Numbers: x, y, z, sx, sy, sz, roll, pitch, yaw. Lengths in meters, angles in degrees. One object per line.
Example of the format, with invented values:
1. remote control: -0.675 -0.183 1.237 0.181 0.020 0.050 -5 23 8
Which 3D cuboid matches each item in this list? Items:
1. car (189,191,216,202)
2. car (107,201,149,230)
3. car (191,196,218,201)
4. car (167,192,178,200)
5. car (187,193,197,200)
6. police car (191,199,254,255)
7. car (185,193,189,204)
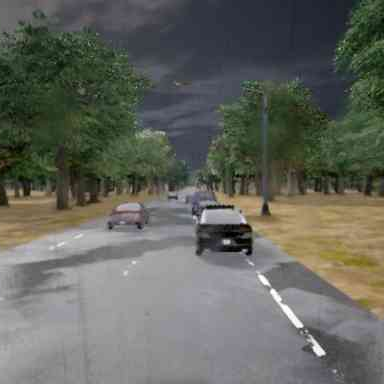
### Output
1. car: 1.051 0.885 28.618 2.150 2.045 5.566 0 1 0
2. car: -3.597 1.298 19.480 1.812 1.442 4.674 0 1 0
3. car: 1.051 1.241 22.589 1.837 1.490 4.892 0 1 0
4. car: -3.538 0.715 61.088 1.882 1.535 5.008 0 1 1
5. car: 0.002 0.791 64.513 1.895 1.301 4.718 0 1 0
6. police car: 1.050 1.279 12.695 1.930 1.638 5.238 0 1 0
7. car: 0.022 0.895 48.855 2.128 1.511 4.902 0 1 1
